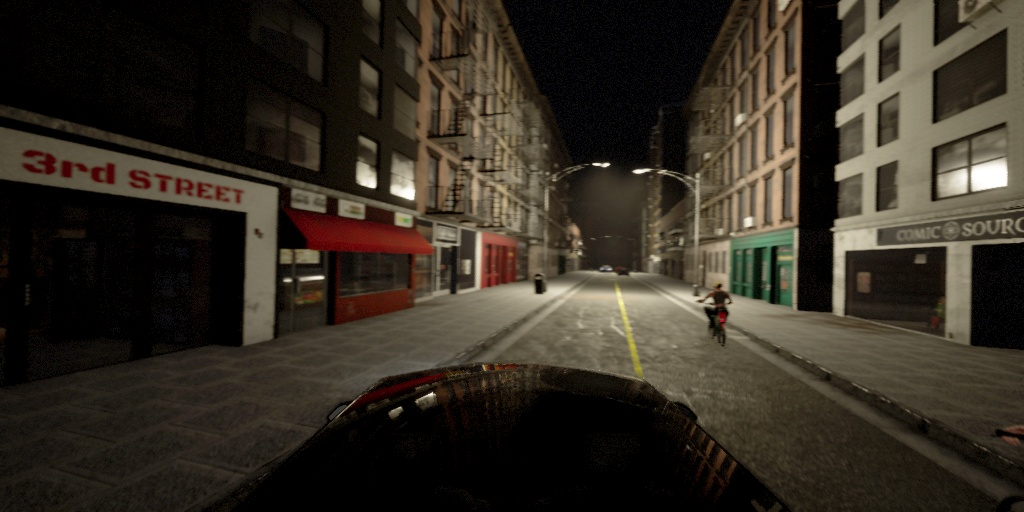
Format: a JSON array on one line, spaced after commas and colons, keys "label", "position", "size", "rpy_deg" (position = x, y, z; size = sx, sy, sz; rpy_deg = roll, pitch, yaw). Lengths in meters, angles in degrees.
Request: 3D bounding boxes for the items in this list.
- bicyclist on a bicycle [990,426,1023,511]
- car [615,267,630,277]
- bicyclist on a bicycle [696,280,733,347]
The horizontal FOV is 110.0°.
[{"label": "bicyclist on a bicycle", "position": [3.263, 1.275, 1.830], "size": [0.866, 1.612, 1.509], "rpy_deg": [1, -1, 15]}, {"label": "car", "position": [17.966, 2.647, 57.916], "size": [1.895, 1.301, 4.718], "rpy_deg": [1, -1, 15]}, {"label": "bicyclist on a bicycle", "position": [5.285, 1.432, 9.273], "size": [0.866, 1.612, 1.509], "rpy_deg": [1, -1, 16]}]
